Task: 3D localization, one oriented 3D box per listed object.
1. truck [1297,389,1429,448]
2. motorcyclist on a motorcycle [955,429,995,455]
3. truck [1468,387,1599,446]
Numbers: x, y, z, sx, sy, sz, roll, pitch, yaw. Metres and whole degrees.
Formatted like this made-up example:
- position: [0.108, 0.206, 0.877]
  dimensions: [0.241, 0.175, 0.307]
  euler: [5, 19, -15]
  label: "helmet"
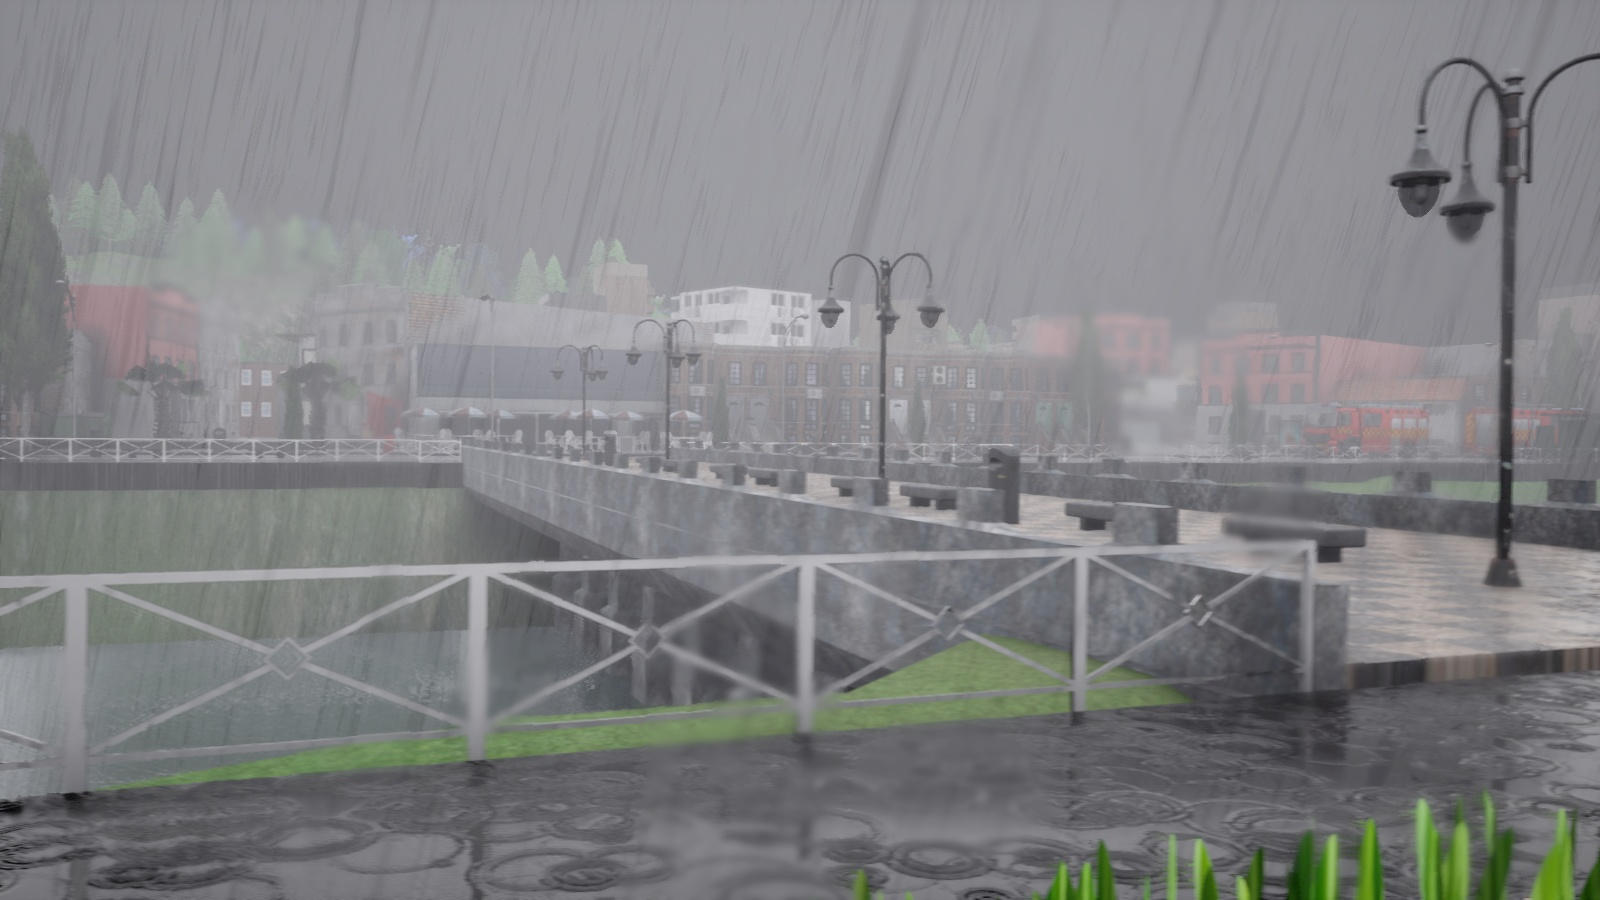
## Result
- position: [37.713, -2.142, 84.065]
  dimensions: [8.468, 3.827, 2.891]
  euler: [-1, 1, -21]
  label: "truck"
- position: [10.276, -0.477, 73.654]
  dimensions: [2.191, 1.530, 0.866]
  euler: [-1, 1, -21]
  label: "motorcyclist on a motorcycle"
- position: [49.177, -2.268, 84.143]
  dimensions: [8.468, 3.827, 2.891]
  euler: [-1, 1, -21]
  label: "truck"
